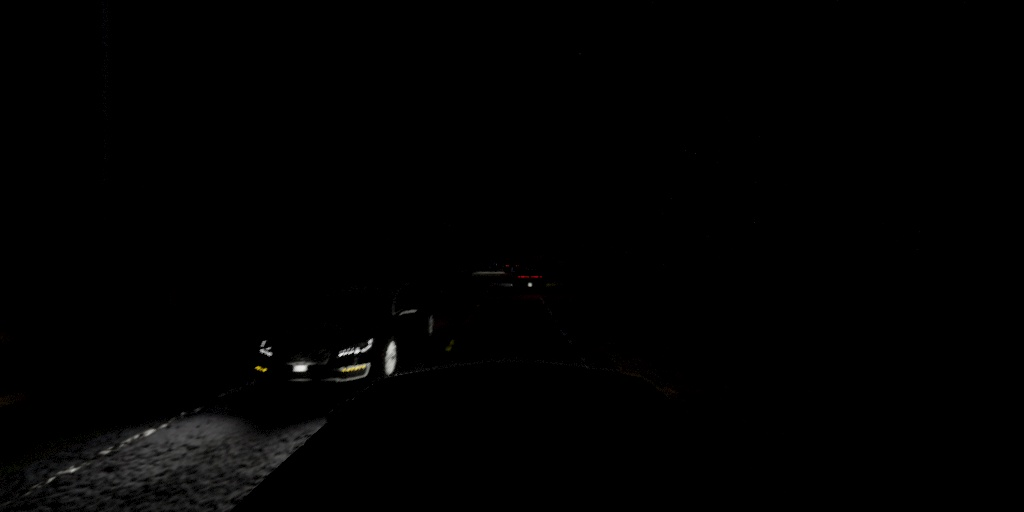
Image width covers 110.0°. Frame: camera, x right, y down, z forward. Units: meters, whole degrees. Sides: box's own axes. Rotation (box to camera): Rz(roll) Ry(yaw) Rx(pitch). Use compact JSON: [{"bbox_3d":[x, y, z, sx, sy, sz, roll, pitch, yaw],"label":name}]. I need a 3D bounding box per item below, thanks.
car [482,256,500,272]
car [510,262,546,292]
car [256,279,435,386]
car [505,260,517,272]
[{"bbox_3d":[-2.816,1.014,48.948,2.150,2.045,5.566,0,0,1],"label":"car"},{"bbox_3d":[0.961,1.285,21.447,1.837,1.490,4.892,0,0,0],"label":"car"},{"bbox_3d":[-2.848,1.264,7.258,1.837,1.490,4.892,0,0,0],"label":"car"},{"bbox_3d":[0.057,1.322,46.272,1.812,1.442,4.674,0,0,0],"label":"car"}]
